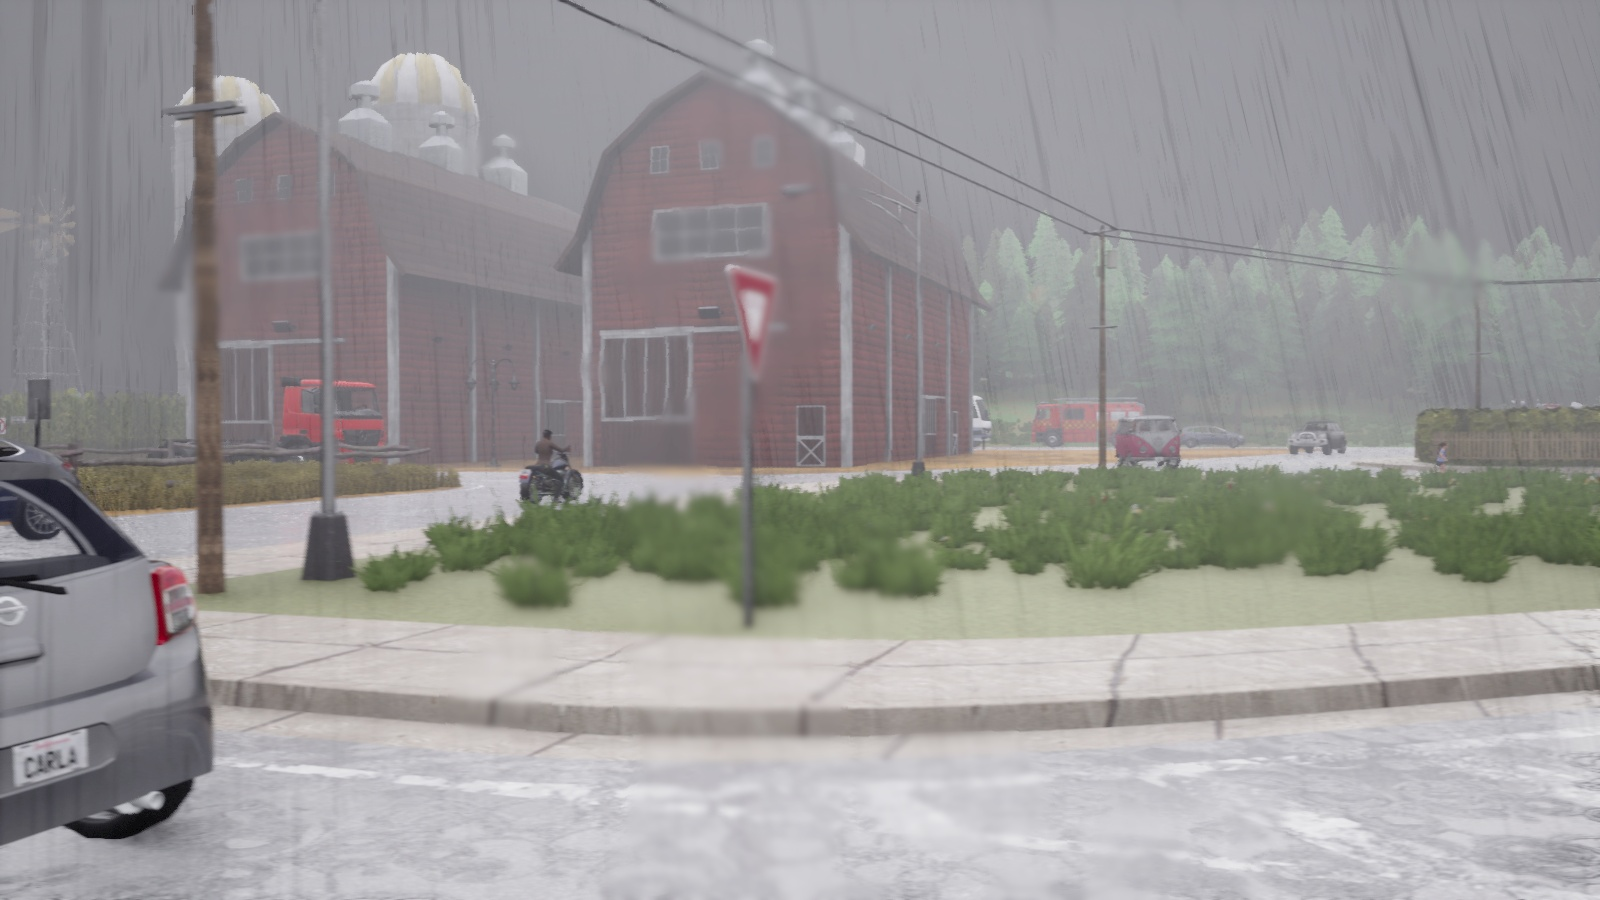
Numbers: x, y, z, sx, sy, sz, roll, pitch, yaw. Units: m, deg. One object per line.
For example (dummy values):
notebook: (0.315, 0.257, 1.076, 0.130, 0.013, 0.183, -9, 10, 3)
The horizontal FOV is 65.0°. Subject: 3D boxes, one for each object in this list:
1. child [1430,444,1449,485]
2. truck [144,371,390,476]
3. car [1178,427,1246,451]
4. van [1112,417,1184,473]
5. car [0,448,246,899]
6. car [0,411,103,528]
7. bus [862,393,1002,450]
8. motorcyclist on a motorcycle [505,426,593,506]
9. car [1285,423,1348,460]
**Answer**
child: (17.257, 0.383, 33.875, 0.394, 1.110, 0.255, 0, 1, 16)
truck: (-18.754, -0.936, 44.230, 7.936, 3.462, 2.891, 0, 1, 17)
car: (29.931, -0.821, 91.275, 4.611, 1.667, 2.242, 1, 1, 20)
van: (12.943, -0.212, 46.952, 1.775, 1.987, 4.442, 0, 1, 5)
car: (-4.181, 0.751, 4.619, 3.633, 1.501, 1.845, 1, 1, 19)
car: (-12.633, 0.278, 17.410, 2.152, 1.651, 5.027, 1, 1, 20)
bus: (10.345, -2.229, 98.360, 10.273, 4.253, 3.944, 1, 1, 20)
motorcyclist on a motorcycle: (-5.409, 0.319, 27.253, 0.766, 1.649, 2.350, 1, 1, 20)
car: (27.044, -0.477, 65.715, 1.932, 1.855, 4.605, 1, 1, 37)
